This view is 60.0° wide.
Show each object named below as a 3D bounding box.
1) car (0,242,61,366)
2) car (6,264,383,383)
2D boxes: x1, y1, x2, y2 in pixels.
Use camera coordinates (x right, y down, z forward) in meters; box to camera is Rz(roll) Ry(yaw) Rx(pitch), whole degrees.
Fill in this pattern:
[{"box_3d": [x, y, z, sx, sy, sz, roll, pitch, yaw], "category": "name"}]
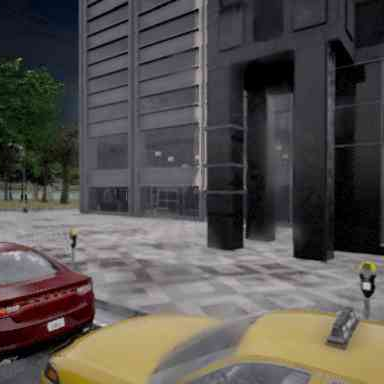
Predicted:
[{"box_3d": [-3.510, 1.501, 5.422, 4.507, 1.381, 1.887, 0, 1, 35], "category": "car"}, {"box_3d": [0.795, 1.505, 2.385, 4.829, 1.417, 1.752, 0, 1, 35], "category": "car"}]
